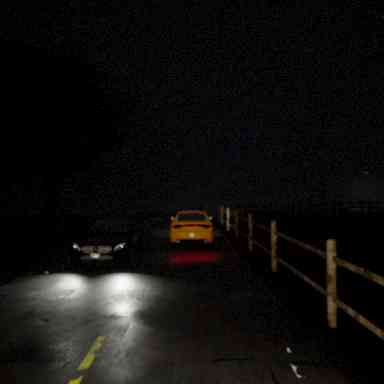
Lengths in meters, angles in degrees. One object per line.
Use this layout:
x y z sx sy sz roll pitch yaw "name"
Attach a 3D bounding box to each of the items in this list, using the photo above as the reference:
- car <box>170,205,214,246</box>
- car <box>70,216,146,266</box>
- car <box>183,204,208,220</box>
-0.020 1.601 15.856 1.882 1.535 5.008 0 -1 0 "car"
-2.796 1.612 11.964 1.812 1.442 4.674 0 -1 0 "car"
0.466 2.018 34.119 2.033 1.411 5.357 0 -1 6 "car"
